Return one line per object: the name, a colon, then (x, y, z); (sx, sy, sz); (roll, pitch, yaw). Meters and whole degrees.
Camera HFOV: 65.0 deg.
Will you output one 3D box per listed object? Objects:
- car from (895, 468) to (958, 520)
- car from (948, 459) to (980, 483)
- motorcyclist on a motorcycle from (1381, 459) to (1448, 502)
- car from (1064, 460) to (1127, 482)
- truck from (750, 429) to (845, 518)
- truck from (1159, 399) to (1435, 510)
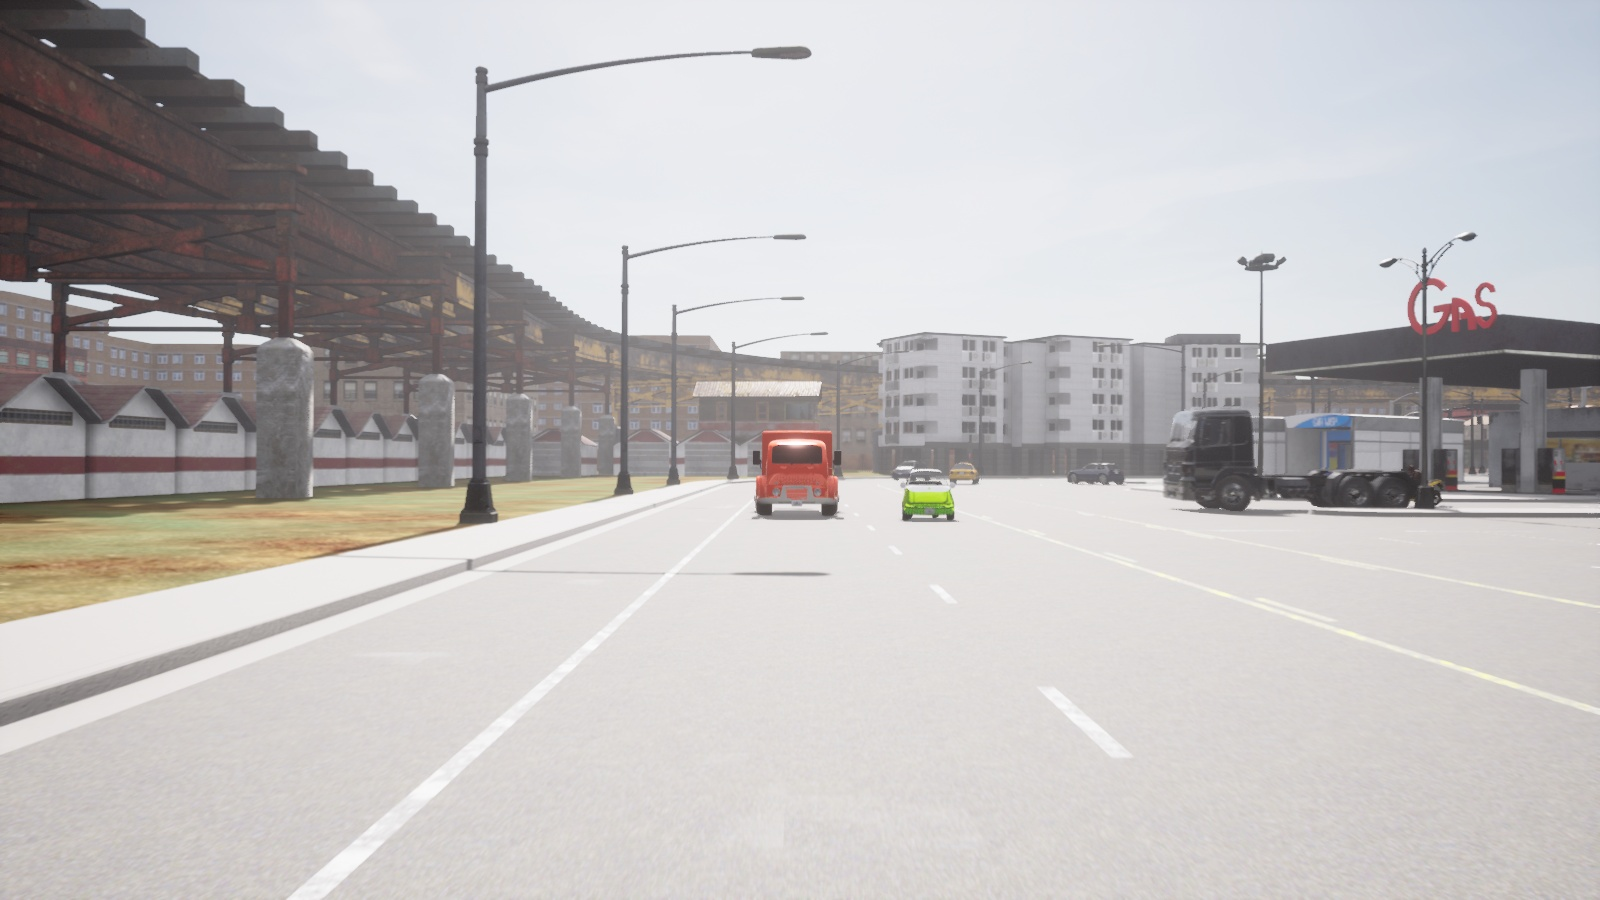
car: (3.423, 1.167, 34.142); (1.481, 1.376, 2.207); (0, -1, 0)
car: (11.347, 1.436, 86.716); (1.801, 1.575, 5.366); (0, 0, 12)
motorcyclist on a motorcycle: (22.522, 1.113, 46.026); (2.044, 1.523, 0.797); (0, 0, 0)
car: (20.209, 1.422, 85.975); (1.970, 1.475, 3.806); (0, -1, -37)
truck: (-0.086, 0.666, 37.480); (2.627, 2.467, 5.204); (0, 0, 0)
truck: (16.271, 0.144, 41.542); (7.936, 3.462, 2.891); (-1, 1, 2)
